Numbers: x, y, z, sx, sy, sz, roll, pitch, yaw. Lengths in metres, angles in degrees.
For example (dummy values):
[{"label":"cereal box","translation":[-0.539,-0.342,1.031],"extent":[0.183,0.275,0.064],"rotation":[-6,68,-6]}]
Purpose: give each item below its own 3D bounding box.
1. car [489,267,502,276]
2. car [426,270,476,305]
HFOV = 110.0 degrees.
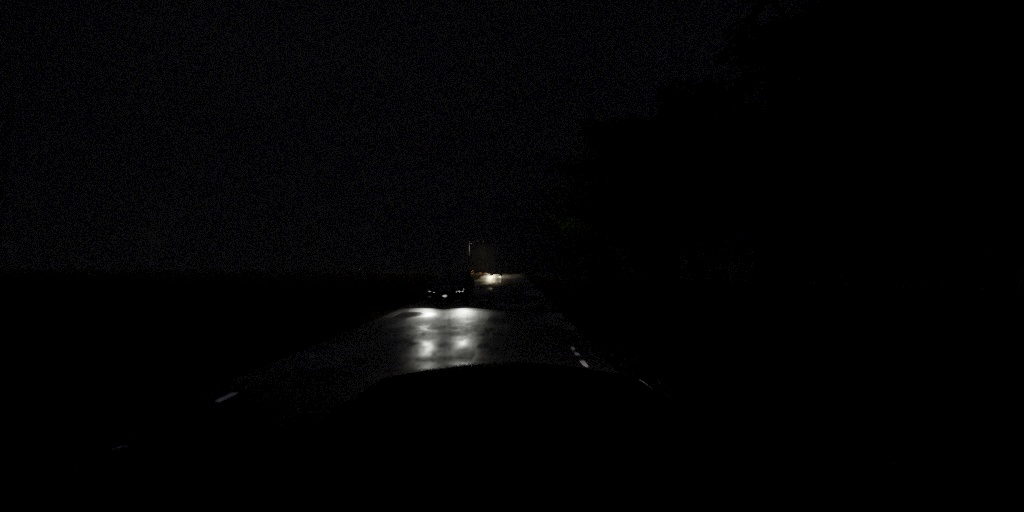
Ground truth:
[{"label":"car","translation":[-2.666,2.561,59.784],"extent":[1.837,1.490,4.892],"rotation":[0,-1,1]},{"label":"car","translation":[-2.845,1.480,17.591],"extent":[1.837,1.490,4.892],"rotation":[0,-1,0]}]
